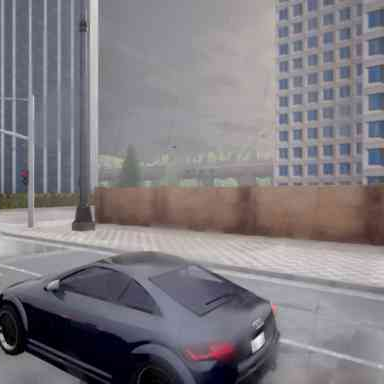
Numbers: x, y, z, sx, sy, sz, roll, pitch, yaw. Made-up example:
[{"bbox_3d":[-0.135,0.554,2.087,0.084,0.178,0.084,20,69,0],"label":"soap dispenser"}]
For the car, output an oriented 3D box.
[{"bbox_3d":[-0.946,1.563,4.677,4.181,1.385,1.994,0,0,35],"label":"car"}]
